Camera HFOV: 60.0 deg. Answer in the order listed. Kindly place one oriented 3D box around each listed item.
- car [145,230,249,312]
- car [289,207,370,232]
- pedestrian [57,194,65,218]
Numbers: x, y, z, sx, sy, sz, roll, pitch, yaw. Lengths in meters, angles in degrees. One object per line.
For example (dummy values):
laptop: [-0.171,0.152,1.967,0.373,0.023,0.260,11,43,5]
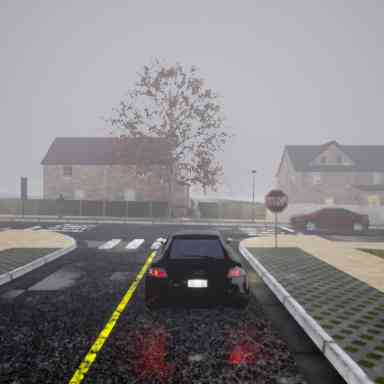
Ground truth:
car: [0.076,1.565,7.807,1.994,1.385,4.181,0,0,-1]
car: [8.930,1.734,21.739,5.008,1.535,1.882,2,0,-3]
pedestrian: [-9.742,1.020,24.640,0.375,1.860,0.375,0,-2,0]
